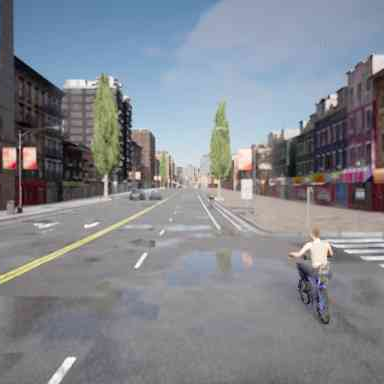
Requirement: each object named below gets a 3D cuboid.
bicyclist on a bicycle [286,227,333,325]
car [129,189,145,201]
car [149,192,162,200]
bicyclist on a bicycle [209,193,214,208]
[{"bbox_3d":[2.231,1.432,6.121,0.866,1.612,1.509,0,0,0],"label":"bicyclist on a bicycle"},{"bbox_3d":[-9.744,0.441,59.627,2.150,2.045,5.566,0,1,0],"label":"car"},{"bbox_3d":[-6.494,0.782,59.664,1.994,1.385,4.181,0,1,0],"label":"car"},{"bbox_3d":[2.255,1.035,38.626,0.659,1.776,1.843,0,1,0],"label":"bicyclist on a bicycle"}]
